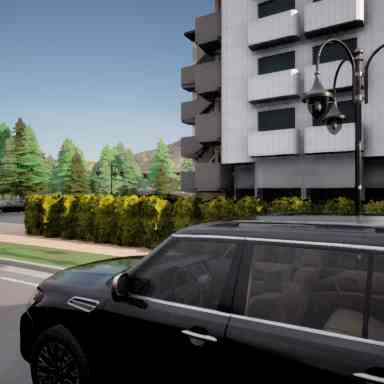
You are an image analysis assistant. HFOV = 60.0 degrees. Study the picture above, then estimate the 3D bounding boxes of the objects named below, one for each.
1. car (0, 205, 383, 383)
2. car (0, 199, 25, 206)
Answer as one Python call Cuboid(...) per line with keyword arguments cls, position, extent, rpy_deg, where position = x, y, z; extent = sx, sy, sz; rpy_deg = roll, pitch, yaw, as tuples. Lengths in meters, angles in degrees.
Cuboid(cls="car", position=(0.714, 1.221, 3.158), extent=(5.566, 2.045, 2.150), rpy_deg=(0, 0, 34))
Cuboid(cls="car", position=(-18.242, 1.491, 33.496), extent=(2.128, 1.511, 4.902), rpy_deg=(0, 0, 33))
